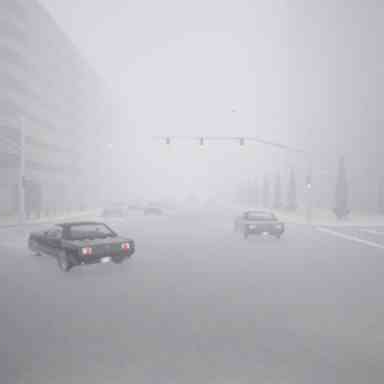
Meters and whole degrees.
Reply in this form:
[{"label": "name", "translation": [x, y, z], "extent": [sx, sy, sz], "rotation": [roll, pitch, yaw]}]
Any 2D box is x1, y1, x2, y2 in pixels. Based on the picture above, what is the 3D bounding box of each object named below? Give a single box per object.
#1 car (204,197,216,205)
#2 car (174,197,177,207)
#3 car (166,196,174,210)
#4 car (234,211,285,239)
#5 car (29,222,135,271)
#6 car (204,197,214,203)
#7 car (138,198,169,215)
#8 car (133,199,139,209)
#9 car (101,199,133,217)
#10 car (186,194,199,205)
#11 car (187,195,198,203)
[{"label": "car", "translation": [3.506, 1.731, 61.823], "extent": [1.895, 1.301, 4.718], "rotation": [0, 0, 1]}, {"label": "car", "translation": [-3.589, 1.468, 54.517], "extent": [2.097, 1.767, 4.553], "rotation": [0, 0, 1]}, {"label": "car", "translation": [-3.785, 1.599, 44.546], "extent": [1.837, 1.490, 4.892], "rotation": [0, 0, 1]}, {"label": "car", "translation": [3.426, 1.665, 17.889], "extent": [1.895, 1.301, 4.718], "rotation": [0, 0, -1]}, {"label": "car", "translation": [-3.925, 1.650, 11.192], "extent": [1.895, 1.301, 4.718], "rotation": [0, 0, -41]}, {"label": "car", "translation": [3.635, 1.704, 71.798], "extent": [1.994, 1.385, 4.181], "rotation": [0, 0, 1]}, {"label": "car", "translation": [-3.900, 1.621, 34.703], "extent": [2.033, 1.411, 5.357], "rotation": [0, 0, 0]}, {"label": "car", "translation": [-7.323, 1.639, 42.874], "extent": [2.033, 1.411, 5.357], "rotation": [0, 0, 0]}, {"label": "car", "translation": [-7.389, 1.574, 32.307], "extent": [1.837, 1.490, 4.892], "rotation": [0, 0, 0]}, {"label": "car", "translation": [0.002, 1.351, 61.268], "extent": [2.150, 2.045, 5.566], "rotation": [0, 0, 1]}, {"label": "car", "translation": [0.133, 1.507, 71.679], "extent": [2.097, 1.767, 4.553], "rotation": [0, 0, 1]}]
